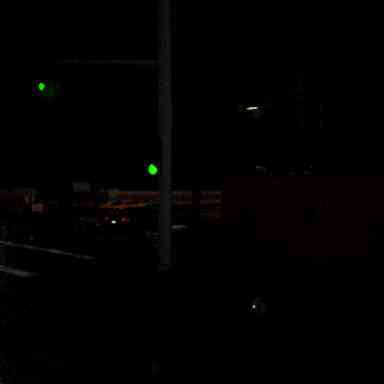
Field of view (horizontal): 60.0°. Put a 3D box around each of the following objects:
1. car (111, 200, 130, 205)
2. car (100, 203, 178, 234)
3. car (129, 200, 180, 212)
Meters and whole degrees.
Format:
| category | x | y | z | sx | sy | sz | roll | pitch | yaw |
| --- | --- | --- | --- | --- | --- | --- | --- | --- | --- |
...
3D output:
| category | x | y | z | sx | sy | sz | roll | pitch | yaw |
| --- | --- | --- | --- | --- | --- | --- | --- | --- | --- |
| car | -6.731 | 1.549 | 32.656 | 1.882 | 1.535 | 5.008 | 0 | 0 | 36 |
| car | -3.068 | 1.608 | 19.620 | 1.994 | 1.385 | 4.181 | 0 | 0 | 36 |
| car | -3.174 | 1.553 | 31.604 | 2.128 | 1.511 | 4.902 | 0 | 0 | 36 |
